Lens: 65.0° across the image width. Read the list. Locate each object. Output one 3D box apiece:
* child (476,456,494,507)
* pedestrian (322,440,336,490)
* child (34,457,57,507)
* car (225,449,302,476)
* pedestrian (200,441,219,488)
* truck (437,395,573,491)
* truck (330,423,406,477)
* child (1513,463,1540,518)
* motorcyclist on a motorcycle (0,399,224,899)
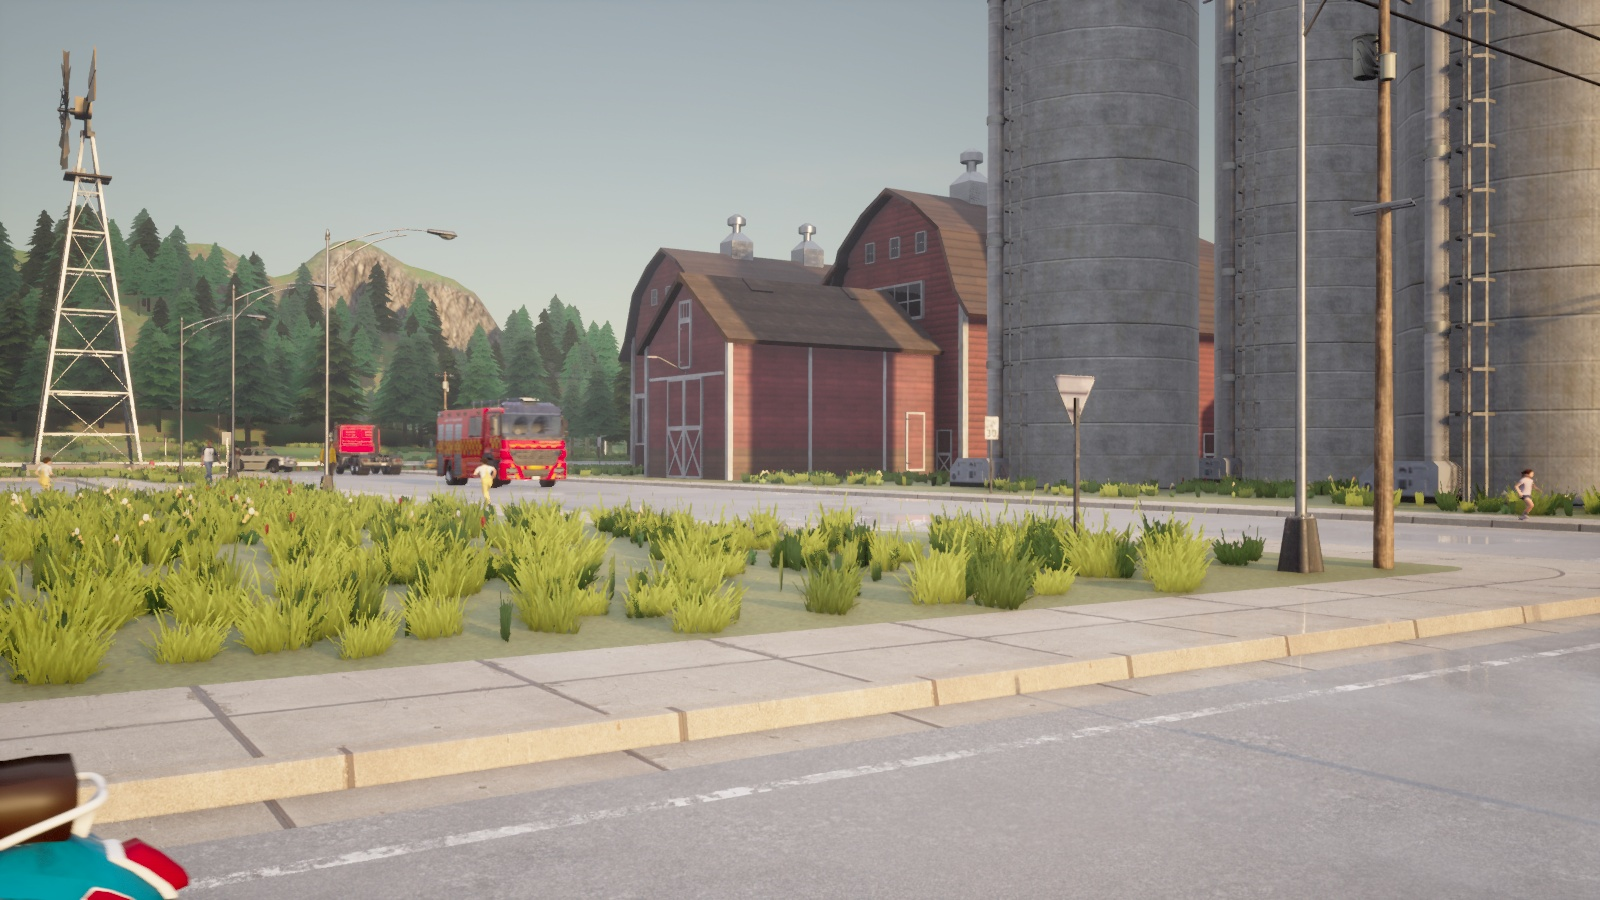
[{"bbox_3d":[-7.786,0.773,31.075,0.270,1.263,0.437,0,0,-39],"label":"child"},{"bbox_3d":[-17.233,0.549,45.951,0.370,1.835,0.726,0,0,-31],"label":"pedestrian"},{"bbox_3d":[-19.115,0.799,31.817,0.270,1.263,0.437,0,0,23],"label":"child"},{"bbox_3d":[-37.516,0.856,87.853,4.605,1.855,1.932,0,-1,11],"label":"car"},{"bbox_3d":[-23.078,0.572,49.060,0.706,1.836,0.354,0,0,32],"label":"pedestrian"},{"bbox_3d":[-12.926,-0.259,54.398,2.891,3.827,8.468,0,0,-34],"label":"truck"},{"bbox_3d":[-29.192,0.032,84.678,2.891,3.462,7.936,0,0,-34],"label":"truck"},{"bbox_3d":[14.698,0.811,25.419,0.255,1.110,0.394,0,0,-30],"label":"child"},{"bbox_3d":[-2.086,0.708,2.239,1.817,1.590,0.866,0,0,-33],"label":"motorcyclist on a motorcycle"}]
